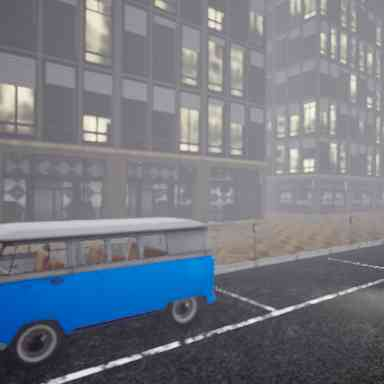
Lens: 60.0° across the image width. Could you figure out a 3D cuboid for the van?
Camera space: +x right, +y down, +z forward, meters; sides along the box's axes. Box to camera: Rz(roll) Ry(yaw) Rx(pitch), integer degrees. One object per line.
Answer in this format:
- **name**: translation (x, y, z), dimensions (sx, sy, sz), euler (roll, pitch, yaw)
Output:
- **van**: translation (-1.480, 1.351, 5.497), dimensions (3.998, 1.788, 1.690), euler (0, 0, -35)
